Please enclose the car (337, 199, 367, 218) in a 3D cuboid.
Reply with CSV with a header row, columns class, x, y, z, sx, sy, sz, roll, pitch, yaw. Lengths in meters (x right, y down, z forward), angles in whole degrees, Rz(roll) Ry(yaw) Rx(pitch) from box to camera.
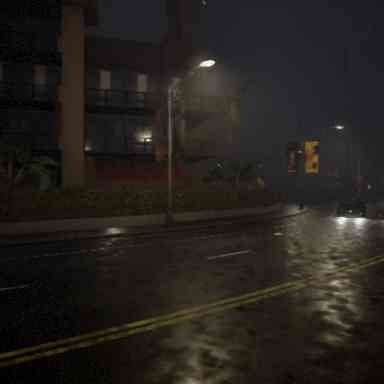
class,x,y,z,sx,sy,sz,roll,pitch,yaw
car,13.013,1.268,26.968,1.994,1.385,4.181,0,1,30
